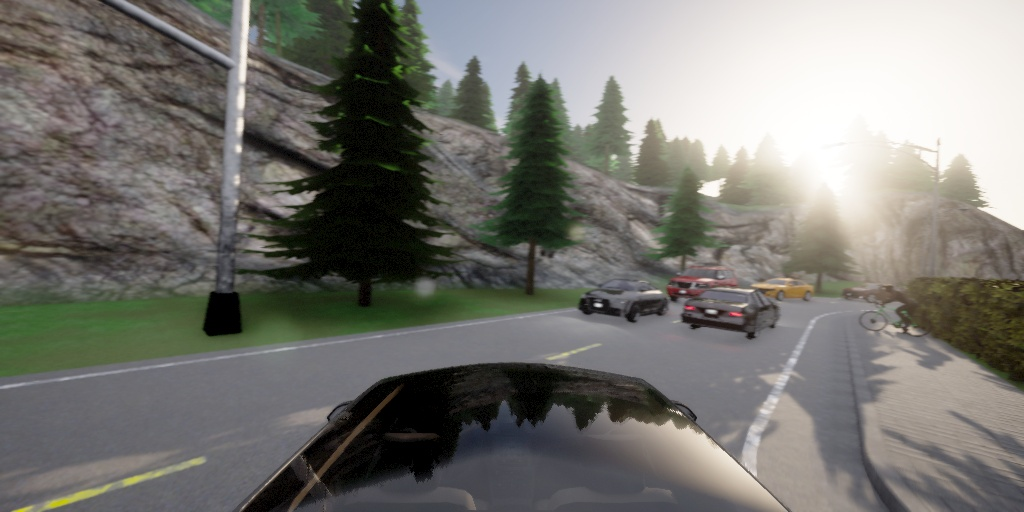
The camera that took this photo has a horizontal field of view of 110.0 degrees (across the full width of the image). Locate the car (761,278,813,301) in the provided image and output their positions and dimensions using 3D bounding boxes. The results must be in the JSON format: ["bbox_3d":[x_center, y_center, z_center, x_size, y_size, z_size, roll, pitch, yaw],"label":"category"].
[{"bbox_3d":[19.319,2.344,25.719,5.008,1.535,1.882,3,0,-23],"label":"car"}]

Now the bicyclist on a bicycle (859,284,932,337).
[{"bbox_3d":[12.686,1.777,11.893,1.656,1.620,0.582,3,0,42],"label":"bicyclist on a bicycle"}]

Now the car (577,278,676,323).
[{"bbox_3d":[4.317,1.570,13.632,1.994,1.385,4.181,3,0,44],"label":"car"}]

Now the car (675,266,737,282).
[{"bbox_3d":[10.888,1.606,20.288,5.566,2.045,2.150,3,0,-42],"label":"car"}]

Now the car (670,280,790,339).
[{"bbox_3d":[7.407,1.726,11.923,2.033,1.411,5.357,3,0,45],"label":"car"}]

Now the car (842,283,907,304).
[{"bbox_3d":[29.081,2.898,28.564,5.008,1.535,1.882,3,0,-7],"label":"car"}]
